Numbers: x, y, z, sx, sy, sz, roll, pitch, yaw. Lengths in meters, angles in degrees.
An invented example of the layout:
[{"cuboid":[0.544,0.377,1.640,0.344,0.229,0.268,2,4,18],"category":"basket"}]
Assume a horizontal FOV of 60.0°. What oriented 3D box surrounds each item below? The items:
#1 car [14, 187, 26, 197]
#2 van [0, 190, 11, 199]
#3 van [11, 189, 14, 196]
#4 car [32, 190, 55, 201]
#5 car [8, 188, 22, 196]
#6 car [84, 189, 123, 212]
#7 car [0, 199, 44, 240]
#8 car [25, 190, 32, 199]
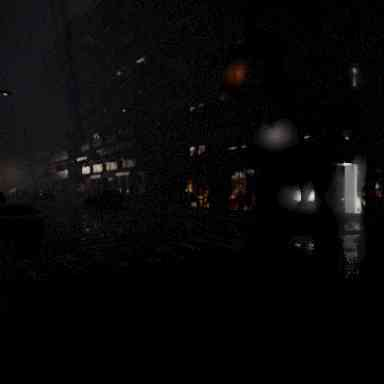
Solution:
[{"cuboid":[-31.007,0.257,61.423,1.752,1.417,4.829,0,1,-36],"category":"car"},{"cuboid":[-14.583,0.821,24.241,1.690,1.788,3.998,0,1,-36],"category":"van"},{"cuboid":[-34.209,-0.013,65.874,1.690,1.788,3.998,0,1,-36],"category":"van"},{"cuboid":[-20.997,0.440,47.507,1.967,1.590,4.097,0,1,-36],"category":"car"},{"cuboid":[-37.513,-0.002,70.467,1.967,1.590,4.097,0,1,-36],"category":"car"},{"cuboid":[-7.784,0.668,29.137,2.192,1.841,5.009,0,1,-36],"category":"car"},{"cuboid":[-7.979,1.202,15.060,1.887,1.381,4.507,0,1,-36],"category":"car"},{"cuboid":[-24.301,0.477,52.101,1.947,1.339,4.313,0,1,-36],"category":"car"}]
